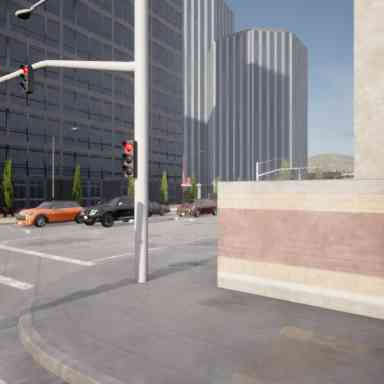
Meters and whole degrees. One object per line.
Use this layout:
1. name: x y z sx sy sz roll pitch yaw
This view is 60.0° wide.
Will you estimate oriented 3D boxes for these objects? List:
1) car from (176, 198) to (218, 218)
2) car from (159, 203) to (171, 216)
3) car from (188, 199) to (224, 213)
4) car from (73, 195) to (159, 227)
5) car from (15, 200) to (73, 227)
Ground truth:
1. car: 0.528 1.407 31.530 2.097 1.767 4.553 0 0 36
2. car: -4.231 1.602 30.910 2.033 1.411 5.357 0 0 36
3. car: 1.696 1.560 39.139 1.837 1.490 4.892 0 0 36
4. car: -5.203 1.277 23.562 2.150 2.045 5.566 0 0 36
5. car: -9.758 1.407 23.216 2.097 1.767 4.553 0 0 36
